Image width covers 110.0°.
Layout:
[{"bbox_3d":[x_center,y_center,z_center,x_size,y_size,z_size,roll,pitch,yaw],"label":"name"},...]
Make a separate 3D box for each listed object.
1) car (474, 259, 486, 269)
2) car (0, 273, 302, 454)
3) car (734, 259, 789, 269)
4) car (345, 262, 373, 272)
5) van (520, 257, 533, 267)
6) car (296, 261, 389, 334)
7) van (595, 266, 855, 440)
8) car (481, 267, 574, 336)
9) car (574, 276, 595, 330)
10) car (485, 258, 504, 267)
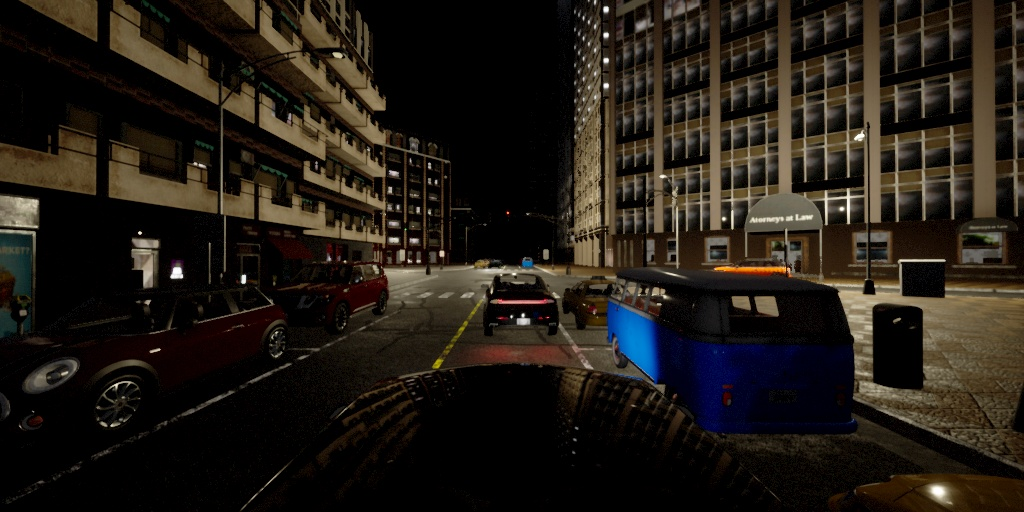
[{"bbox_3d":[-5.301,1.350,59.607,1.751,1.417,4.829,0,0,0],"label":"car"},{"bbox_3d":[-5.314,1.190,5.242,1.967,1.591,4.097,0,0,0],"label":"car"},{"bbox_3d":[15.219,0.977,23.149,4.553,1.767,2.097,-1,-1,41],"label":"car"},{"bbox_3d":[-21.763,1.534,51.033,4.181,1.385,1.994,-1,-1,41],"label":"car"},{"bbox_3d":[2.579,1.165,59.775,1.690,1.789,3.998,0,0,0],"label":"van"},{"bbox_3d":[-5.312,1.067,10.778,2.192,1.841,5.009,0,0,0],"label":"car"},{"bbox_3d":[2.567,1.091,5.246,1.690,1.789,3.998,0,0,0],"label":"van"},{"bbox_3d":[0.135,1.244,10.388,2.128,1.511,4.902,0,0,-3],"label":"car"},{"bbox_3d":[2.568,1.278,10.952,1.751,1.417,4.829,0,0,0],"label":"car"},{"bbox_3d":[-2.804,1.423,58.866,1.895,1.301,4.718,0,0,2],"label":"car"}]
